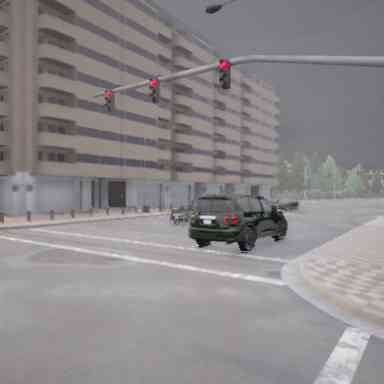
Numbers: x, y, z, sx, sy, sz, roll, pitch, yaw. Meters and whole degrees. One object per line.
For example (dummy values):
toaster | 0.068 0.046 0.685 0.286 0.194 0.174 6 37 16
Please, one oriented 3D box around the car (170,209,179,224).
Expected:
car | 0.496 1.378 23.071 2.128 1.511 4.902 0 0 35

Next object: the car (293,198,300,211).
car | 10.287 1.363 36.622 1.882 1.535 5.008 0 0 36

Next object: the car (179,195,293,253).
car | 2.087 1.137 13.774 2.150 2.045 5.566 0 0 35
